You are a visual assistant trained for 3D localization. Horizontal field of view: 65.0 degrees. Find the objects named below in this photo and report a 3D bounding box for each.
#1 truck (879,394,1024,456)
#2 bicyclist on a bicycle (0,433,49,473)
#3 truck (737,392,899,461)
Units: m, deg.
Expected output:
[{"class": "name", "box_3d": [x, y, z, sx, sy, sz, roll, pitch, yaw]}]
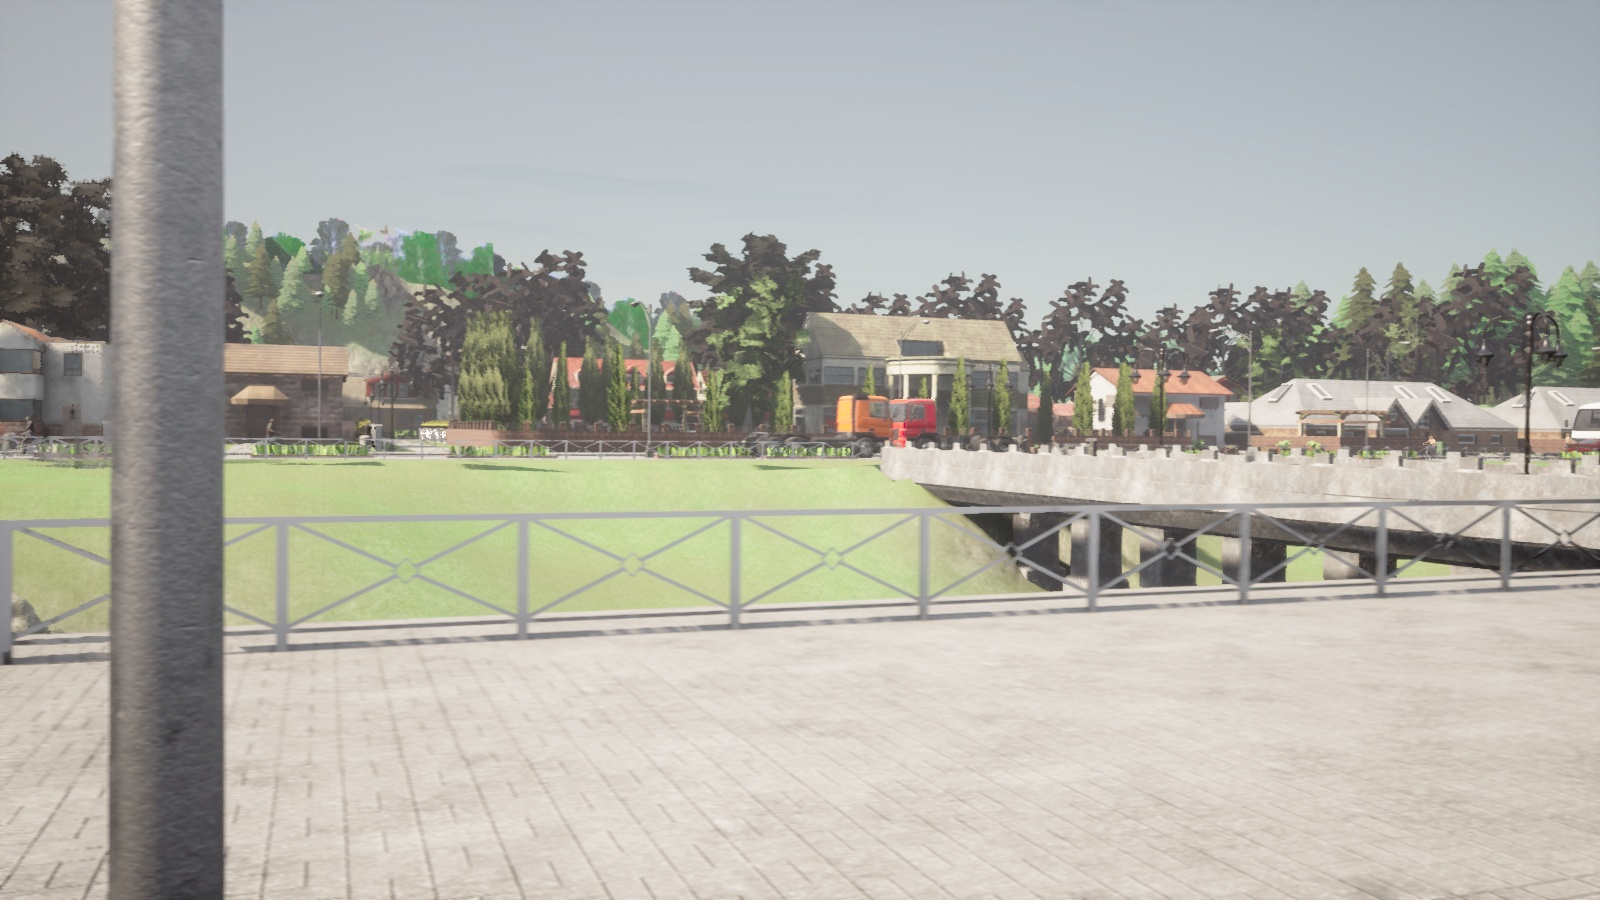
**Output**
[{"class": "truck", "box_3d": [8.841, -1.469, 73.095, 7.936, 3.462, 2.891, -1, 1, -21]}, {"class": "bicyclist on a bicycle", "box_3d": [-34.923, 0.127, 56.501, 1.843, 1.776, 0.659, -1, 1, -21]}, {"class": "truck", "box_3d": [0.960, -1.266, 65.826, 7.936, 3.462, 2.891, -1, 1, -21]}]
